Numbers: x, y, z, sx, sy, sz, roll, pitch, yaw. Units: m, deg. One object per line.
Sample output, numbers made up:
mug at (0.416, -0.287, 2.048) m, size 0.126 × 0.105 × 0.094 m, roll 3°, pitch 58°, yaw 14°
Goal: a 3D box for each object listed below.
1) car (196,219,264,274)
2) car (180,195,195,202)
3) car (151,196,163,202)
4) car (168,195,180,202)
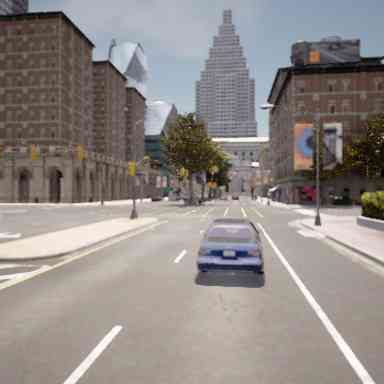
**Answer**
car at (1.269, 1.564, 10.655) m, size 2.033 × 1.411 × 5.357 m, roll 0°, pitch 0°, yaw 8°
car at (-1.055, 1.690, 80.631) m, size 1.895 × 1.301 × 4.718 m, roll 0°, pitch 0°, yaw 8°
car at (-8.246, 1.667, 77.757) m, size 1.895 × 1.301 × 4.718 m, roll 0°, pitch 0°, yaw 7°
car at (-4.516, 1.441, 81.146) m, size 2.097 × 1.767 × 4.553 m, roll 0°, pitch 0°, yaw 8°
